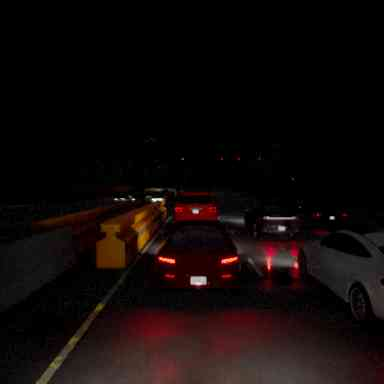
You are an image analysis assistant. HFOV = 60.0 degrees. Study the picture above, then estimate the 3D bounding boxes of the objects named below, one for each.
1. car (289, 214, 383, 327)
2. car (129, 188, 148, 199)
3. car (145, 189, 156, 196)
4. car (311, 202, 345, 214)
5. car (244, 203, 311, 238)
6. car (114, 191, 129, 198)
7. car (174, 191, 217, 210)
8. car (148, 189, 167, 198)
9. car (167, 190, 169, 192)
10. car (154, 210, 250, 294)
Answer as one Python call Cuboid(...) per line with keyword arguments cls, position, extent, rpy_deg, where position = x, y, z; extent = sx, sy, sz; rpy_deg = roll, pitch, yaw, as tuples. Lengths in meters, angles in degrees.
Cuboid(cls="car", position=(3.625, 1.441, 6.741), extent=(1.812, 1.442, 4.674), rpy_deg=(0, 1, 0))
Cuboid(cls="car", position=(-10.086, 0.422, 63.736), extent=(1.882, 1.535, 5.008), rpy_deg=(0, 1, 1))
Cuboid(cls="car", position=(-9.926, 0.157, 79.311), extent=(1.882, 1.535, 5.008), rpy_deg=(0, 1, 0))
Cuboid(cls="car", position=(7.207, 1.269, 19.076), extent=(1.994, 1.385, 4.181), rpy_deg=(0, 1, 0))
Cuboid(cls="car", position=(3.684, 1.249, 15.989), extent=(2.128, 1.511, 4.902), rpy_deg=(0, 1, 0))
Cuboid(cls="car", position=(-13.572, 0.500, 64.221), extent=(1.994, 1.385, 4.181), rpy_deg=(0, 1, 1))
Cuboid(cls="car", position=(0.193, 0.946, 17.971), extent=(2.150, 2.045, 5.566), rpy_deg=(0, 1, 0))
Cuboid(cls="car", position=(-6.589, 0.433, 63.920), extent=(2.128, 1.511, 4.902), rpy_deg=(0, 1, 1))
Cuboid(cls="car", position=(-6.428, 0.183, 79.082), extent=(1.837, 1.490, 4.892), rpy_deg=(0, 1, 0))
Cuboid(cls="car", position=(0.136, 1.413, 8.375), extent=(1.812, 1.442, 4.674), rpy_deg=(0, 1, 0))
